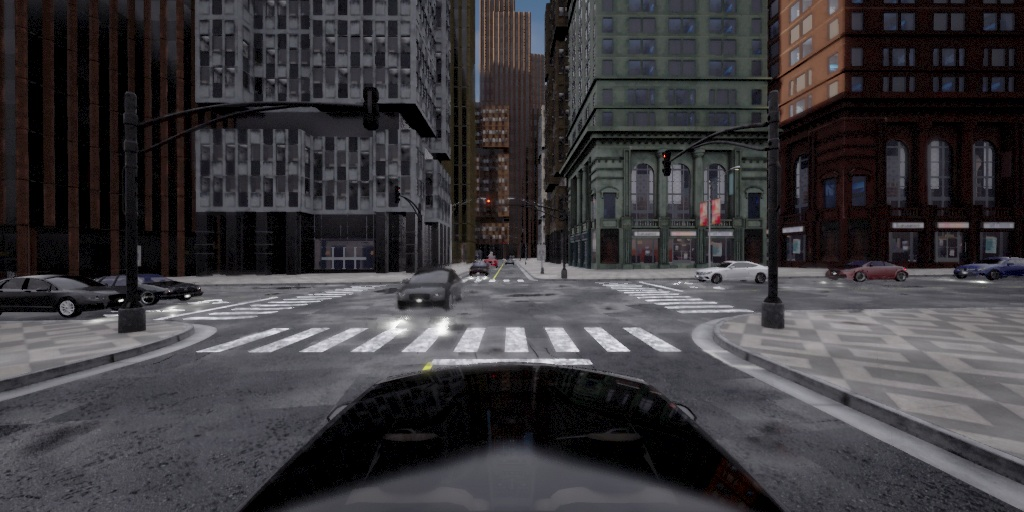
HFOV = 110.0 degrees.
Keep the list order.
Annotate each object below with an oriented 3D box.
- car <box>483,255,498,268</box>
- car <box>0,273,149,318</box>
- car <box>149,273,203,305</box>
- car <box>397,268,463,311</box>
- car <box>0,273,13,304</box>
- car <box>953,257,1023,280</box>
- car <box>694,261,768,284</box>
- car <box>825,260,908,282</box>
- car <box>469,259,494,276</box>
[{"bbox_3d":[-3.410,0.915,57.735,2.150,2.045,5.566,0,0,0],"label":"car"},{"bbox_3d":[-17.420,1.492,13.733,4.892,1.490,1.837,-1,0,0],"label":"car"},{"bbox_3d":[-17.863,1.524,17.039,5.357,1.411,2.033,-1,0,5],"label":"car"},{"bbox_3d":[-3.124,1.253,14.475,1.837,1.490,4.892,0,0,0],"label":"car"},{"bbox_3d":[-27.349,1.610,16.958,4.892,1.490,1.837,-1,0,0],"label":"car"},{"bbox_3d":[32.382,0.809,23.814,4.674,1.442,1.812,-1,0,-1],"label":"car"},{"bbox_3d":[14.600,1.036,23.770,4.674,1.442,1.812,-1,0,-1],"label":"car"},{"bbox_3d":[23.422,0.961,23.793,4.181,1.385,1.994,-1,0,0],"label":"car"},{"bbox_3d":[-3.238,1.277,36.467,2.033,1.411,5.357,0,0,0],"label":"car"}]
